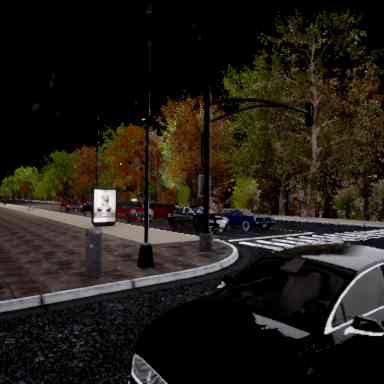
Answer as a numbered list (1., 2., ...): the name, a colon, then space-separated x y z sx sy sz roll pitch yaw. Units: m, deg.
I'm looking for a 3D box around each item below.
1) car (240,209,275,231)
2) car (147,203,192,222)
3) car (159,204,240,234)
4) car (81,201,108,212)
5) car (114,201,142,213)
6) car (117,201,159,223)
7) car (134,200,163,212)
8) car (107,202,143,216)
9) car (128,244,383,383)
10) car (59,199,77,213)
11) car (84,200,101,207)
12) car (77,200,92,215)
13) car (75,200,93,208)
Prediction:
1. car: 3.097 1.732 21.758 1.895 1.301 4.718 1 -1 -35
2. car: -2.059 1.750 29.212 1.812 1.442 4.674 1 -1 -35
3. car: 0.275 1.582 20.107 2.128 1.511 4.902 1 -1 -34
4. car: -13.585 1.979 45.942 2.033 1.411 5.357 1 -1 -34
5. car: -8.652 1.945 44.800 1.837 1.490 4.892 1 -1 -35
6. car: -4.945 1.536 27.677 2.097 1.767 4.553 1 -1 -35
7. car: -6.226 1.977 47.003 2.128 1.511 4.902 1 -1 -35
8. car: -7.586 1.871 37.205 2.033 1.411 5.357 1 -1 -35
9. car: 1.629 1.502 4.182 4.892 1.490 1.837 0 0 -33
10. car: -15.754 1.731 43.361 2.097 1.767 4.553 1 -1 -34
11. car: -19.983 2.297 66.881 1.994 1.385 4.181 1 -1 -35
12. car: -10.151 1.770 35.206 2.128 1.511 4.902 1 -1 -35
13. car: -19.874 2.167 61.000 1.812 1.442 4.674 1 -2 -35
